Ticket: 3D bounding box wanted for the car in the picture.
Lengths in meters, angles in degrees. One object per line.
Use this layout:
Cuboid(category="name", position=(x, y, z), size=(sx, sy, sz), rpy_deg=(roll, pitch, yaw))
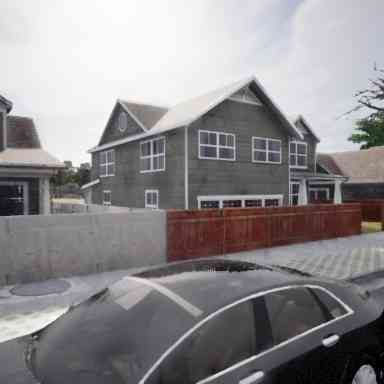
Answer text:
Cuboid(category="car", position=(-0.052, 1.504, 3.035), size=(4.892, 1.490, 1.837), rpy_deg=(0, 0, -36))
